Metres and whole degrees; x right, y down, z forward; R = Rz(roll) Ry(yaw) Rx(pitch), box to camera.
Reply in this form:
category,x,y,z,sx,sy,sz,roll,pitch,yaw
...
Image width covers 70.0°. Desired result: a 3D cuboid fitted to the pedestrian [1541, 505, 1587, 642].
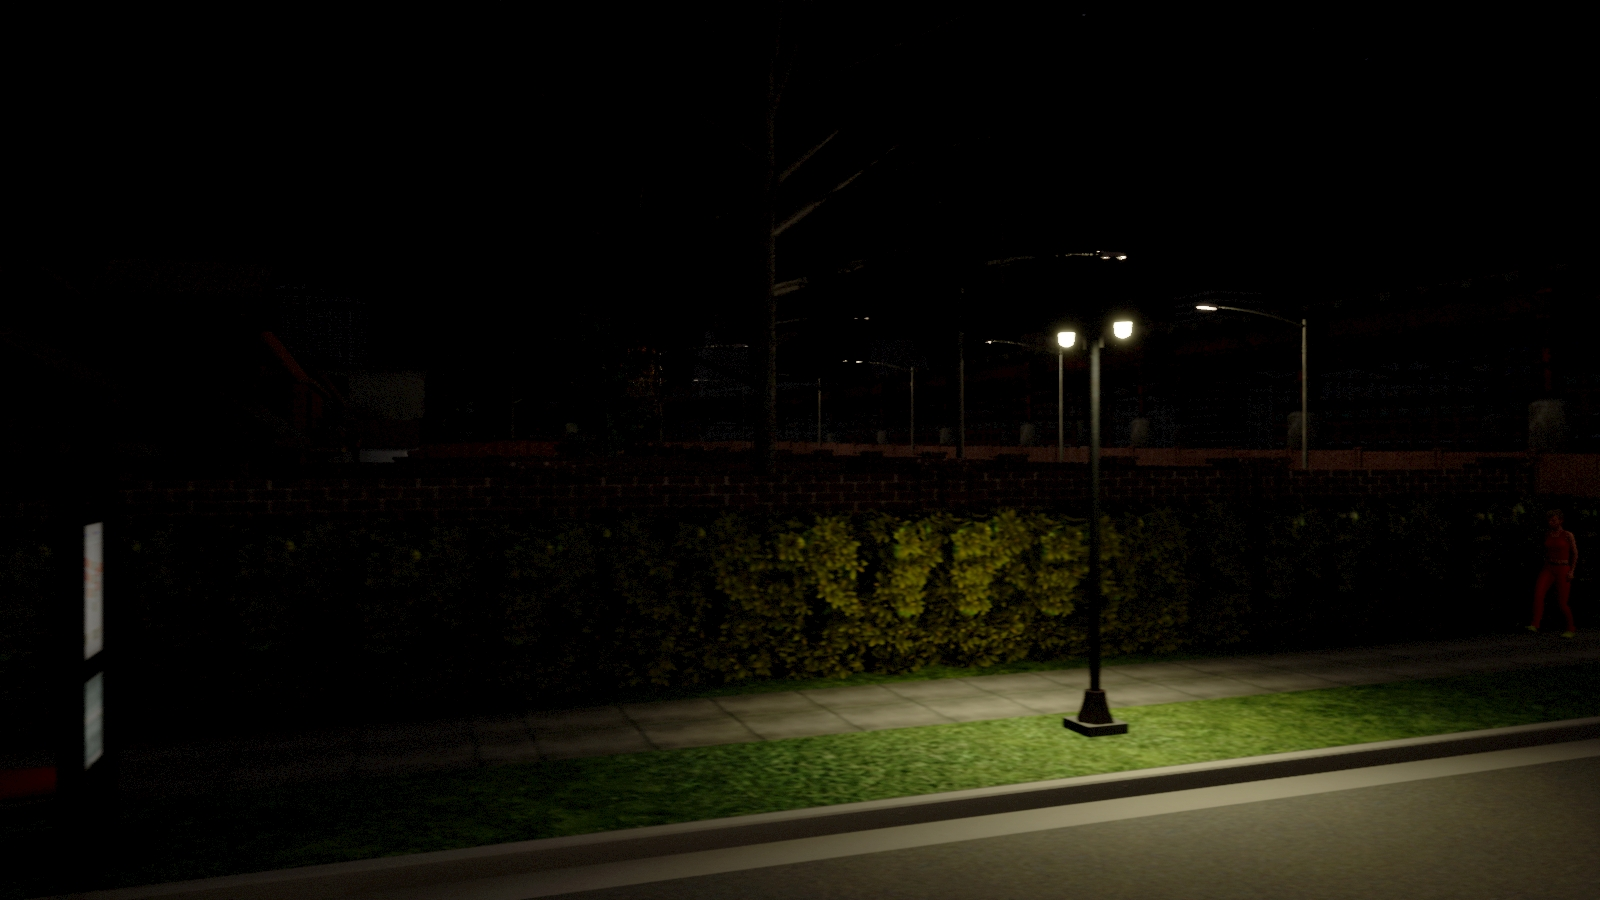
category,x,y,z,sx,sy,sz,roll,pitch,yaw
pedestrian,10.660,1.707,15.946,0.375,1.860,0.375,0,0,-20
